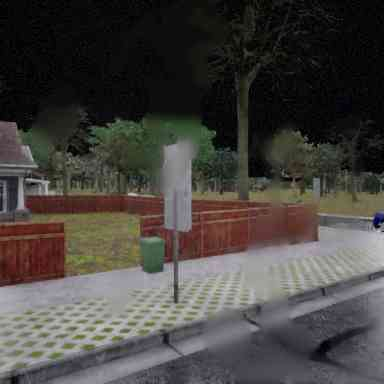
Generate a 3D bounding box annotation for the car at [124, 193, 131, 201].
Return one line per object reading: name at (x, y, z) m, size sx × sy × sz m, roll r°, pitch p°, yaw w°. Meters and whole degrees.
car at (-9.475, 0.819, 50.309) m, size 1.812 × 1.442 × 4.674 m, roll 0°, pitch 1°, yaw -36°

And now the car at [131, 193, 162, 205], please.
car at (-5.058, 1.013, 39.218) m, size 1.812 × 1.442 × 4.674 m, roll 0°, pitch 1°, yaw -36°

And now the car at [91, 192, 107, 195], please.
car at (-16.814, 0.694, 60.426) m, size 1.895 × 1.301 × 4.718 m, roll 0°, pitch 1°, yaw -36°

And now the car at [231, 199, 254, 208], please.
car at (4.171, 1.280, 26.470) m, size 2.033 × 1.411 × 5.357 m, roll 0°, pitch 1°, yaw -36°

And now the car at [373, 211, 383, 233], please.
car at (10.967, 1.411, 15.420) m, size 1.882 × 1.535 × 5.008 m, roll 0°, pitch 1°, yaw -20°
